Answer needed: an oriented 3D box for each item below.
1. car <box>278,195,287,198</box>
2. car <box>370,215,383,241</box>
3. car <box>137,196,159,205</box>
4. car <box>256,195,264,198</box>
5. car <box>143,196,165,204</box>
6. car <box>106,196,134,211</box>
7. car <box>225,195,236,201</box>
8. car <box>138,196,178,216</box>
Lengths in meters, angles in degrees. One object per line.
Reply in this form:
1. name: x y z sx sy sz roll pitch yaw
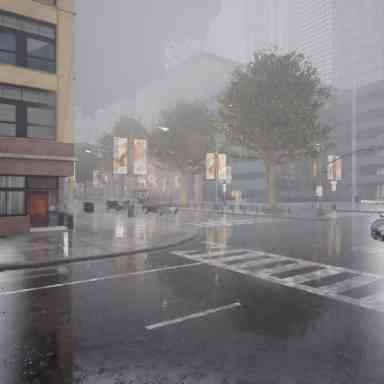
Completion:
1. car: 18.483 1.326 69.164 2.002 1.452 4.674 0 0 -36
2. car: 10.224 1.492 15.541 4.902 1.511 2.128 0 0 -35
3. car: -8.013 1.480 59.869 1.882 1.535 5.008 0 0 -36
4. car: 17.685 1.469 83.098 1.895 1.301 4.718 0 0 -36
5. car: -7.549 1.491 65.409 2.128 1.511 4.902 0 0 -36
6. car: -8.941 1.354 41.293 2.097 1.767 4.553 0 0 -35
7. car: 8.021 1.418 76.668 2.161 1.482 4.786 0 0 -36
8. car: -3.227 1.493 33.278 2.128 1.511 4.902 0 0 -36
